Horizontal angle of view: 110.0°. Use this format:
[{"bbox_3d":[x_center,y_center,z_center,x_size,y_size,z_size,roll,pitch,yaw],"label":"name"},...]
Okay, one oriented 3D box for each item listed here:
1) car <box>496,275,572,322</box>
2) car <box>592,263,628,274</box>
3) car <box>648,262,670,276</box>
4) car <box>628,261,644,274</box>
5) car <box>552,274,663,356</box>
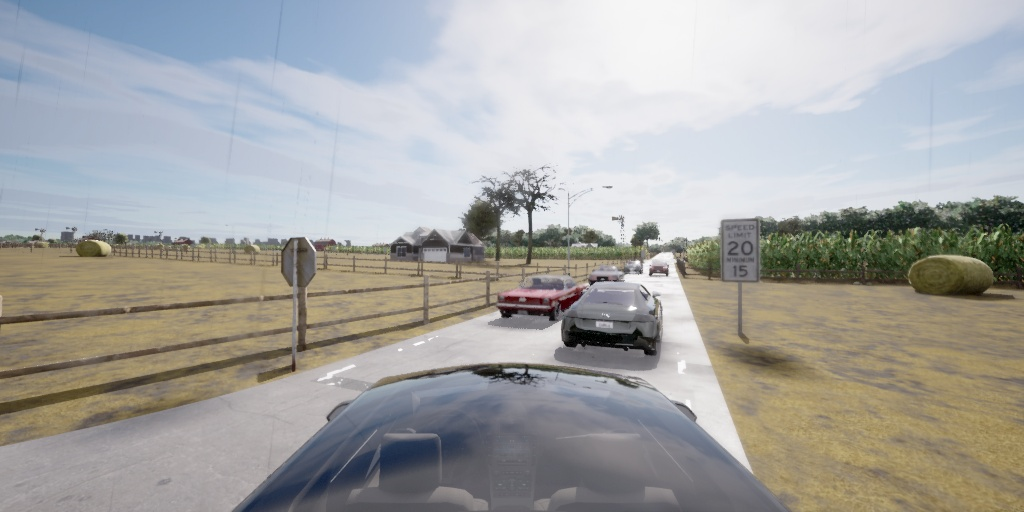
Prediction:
[{"bbox_3d":[1.204,1.378,12.698,1.895,1.301,4.718,0,0,24],"label":"car"},{"bbox_3d":[6.637,1.365,24.943,1.994,1.385,4.181,0,0,24],"label":"car"},{"bbox_3d":[15.517,1.341,37.850,1.812,1.442,4.674,0,0,24],"label":"car"},{"bbox_3d":[14.382,1.333,42.179,2.128,1.511,4.902,0,0,24],"label":"car"},{"bbox_3d":[2.630,1.326,8.886,1.994,1.385,4.181,0,0,24],"label":"car"}]
